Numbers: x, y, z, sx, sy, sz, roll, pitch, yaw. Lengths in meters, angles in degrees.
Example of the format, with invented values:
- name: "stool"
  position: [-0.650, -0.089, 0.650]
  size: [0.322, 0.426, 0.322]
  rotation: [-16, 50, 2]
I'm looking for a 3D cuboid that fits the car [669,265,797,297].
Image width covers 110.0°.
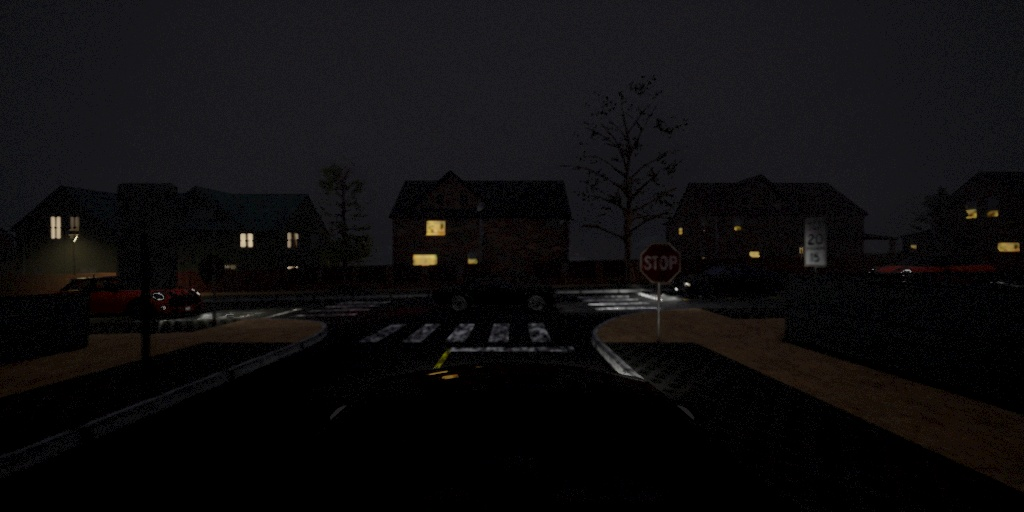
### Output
- name: "car"
  position: [10.452, 1.126, 17.095]
  size: [5.357, 1.411, 2.033]
  rotation: [-1, 0, -1]

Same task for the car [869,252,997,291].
- name: "car"
  position: [19.820, 0.711, 17.125]
  size: [4.553, 1.767, 2.097]
  rotation: [-1, 0, 0]

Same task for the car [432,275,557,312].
- name: "car"
  position: [-0.633, 1.427, 14.183]
  size: [4.718, 1.301, 1.895]
  rotation: [0, 0, 0]

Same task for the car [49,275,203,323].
- name: "car"
  position: [-15.059, 1.548, 14.164]
  size: [4.553, 1.767, 2.097]
  rotation: [-1, 0, 0]
